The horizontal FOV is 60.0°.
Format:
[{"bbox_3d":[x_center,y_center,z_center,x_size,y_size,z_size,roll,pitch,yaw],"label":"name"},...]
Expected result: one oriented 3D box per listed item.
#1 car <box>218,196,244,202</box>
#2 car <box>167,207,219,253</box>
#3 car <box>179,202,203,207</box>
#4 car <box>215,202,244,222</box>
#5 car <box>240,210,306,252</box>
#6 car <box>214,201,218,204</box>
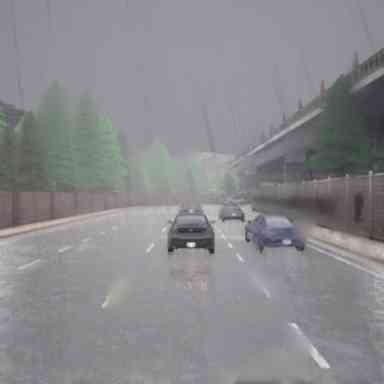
[{"bbox_3d":[8.767,1.886,71.061,5.566,2.045,2.150,0,-1,-40],"label":"car"},{"bbox_3d":[-0.033,1.642,14.319,1.837,1.490,4.892,0,0,0],"label":"car"},{"bbox_3d":[-0.081,1.622,29.095,2.097,1.767,4.553,0,-1,0],"label":"car"},{"bbox_3d":[3.422,1.838,29.321,1.994,1.385,4.181,0,0,0],"label":"car"},{"bbox_3d":[3.468,1.660,14.403,1.812,1.442,4.674,0,0,0],"label":"car"},{"bbox_3d":[7.117,2.190,74.219,4.892,1.490,1.837,0,-1,-40],"label":"car"}]
